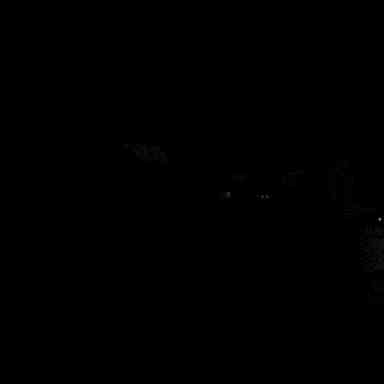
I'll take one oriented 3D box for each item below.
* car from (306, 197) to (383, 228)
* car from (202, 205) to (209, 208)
[{"bbox_3d":[10.512,1.427,23.661,2.150,2.045,5.566,3,-2,-35],"label":"car"},{"bbox_3d":[2.521,1.916,34.936,2.033,1.411,5.357,3,-2,-36],"label":"car"}]
